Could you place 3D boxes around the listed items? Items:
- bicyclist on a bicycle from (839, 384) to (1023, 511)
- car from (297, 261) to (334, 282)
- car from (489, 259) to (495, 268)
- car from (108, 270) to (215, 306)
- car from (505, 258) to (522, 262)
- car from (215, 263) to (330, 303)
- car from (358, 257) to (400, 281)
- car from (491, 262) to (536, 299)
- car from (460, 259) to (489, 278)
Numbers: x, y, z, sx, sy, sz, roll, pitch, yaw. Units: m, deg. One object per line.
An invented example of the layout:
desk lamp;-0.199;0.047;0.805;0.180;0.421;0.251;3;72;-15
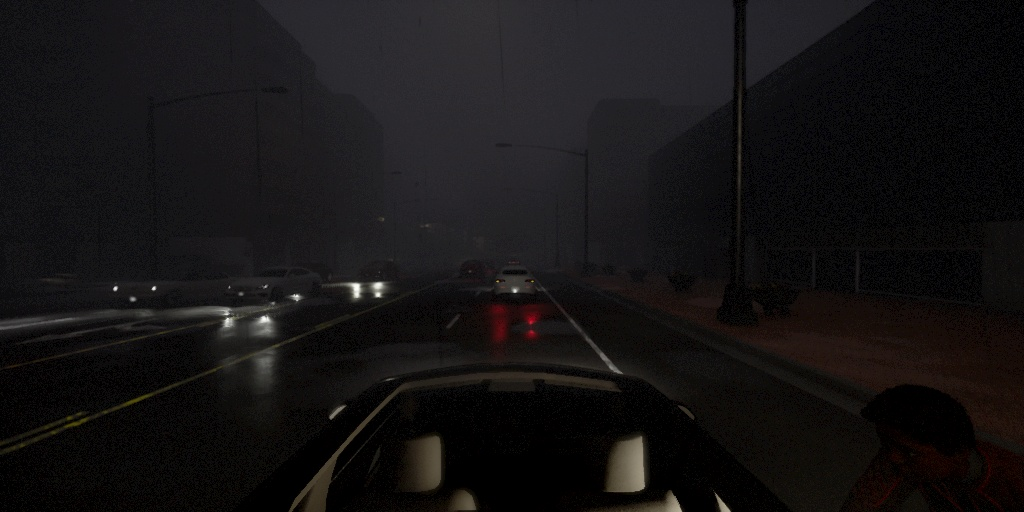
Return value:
bicyclist on a bicycle;1.384;1.211;1.071;1.656;1.620;0.582;-2;1;0
car;-13.997;1.134;24.411;1.837;1.490;4.892;0;0;1
car;-3.295;1.075;47.675;1.895;1.301;4.718;0;1;0
car;-13.998;1.280;15.464;1.895;1.301;4.718;0;0;1
car;0.211;0.984;45.077;2.128;1.511;4.902;0;0;0
car;-10.488;1.195;16.247;1.812;1.442;4.674;0;0;1
car;-10.451;1.080;28.470;1.882;1.535;5.008;0;0;1
car;0.137;1.179;17.076;1.812;1.442;4.674;0;0;0
car;-3.346;1.057;31.214;1.882;1.535;5.008;0;1;0
